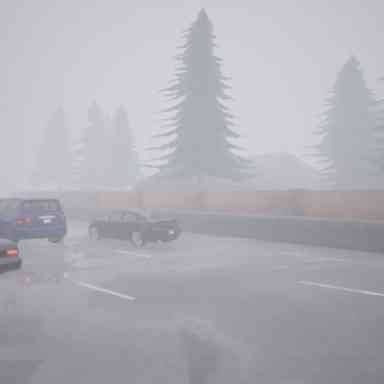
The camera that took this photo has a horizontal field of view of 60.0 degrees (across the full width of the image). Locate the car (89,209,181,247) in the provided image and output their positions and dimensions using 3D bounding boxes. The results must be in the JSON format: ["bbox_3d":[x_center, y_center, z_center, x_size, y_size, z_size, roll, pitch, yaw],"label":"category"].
[{"bbox_3d":[-2.747,1.507,15.257,5.008,1.535,1.882,0,0,40],"label":"car"}]

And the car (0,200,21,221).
[{"bbox_3d":[-16.604,1.537,28.718,2.128,1.511,4.902,0,0,-42],"label":"car"}]

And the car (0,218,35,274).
[{"bbox_3d":[-6.788,1.562,9.479,5.357,1.411,2.033,0,0,40],"label":"car"}]

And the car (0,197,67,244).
[{"bbox_3d":[-7.743,1.246,14.951,5.566,2.045,2.150,0,0,42],"label":"car"}]
